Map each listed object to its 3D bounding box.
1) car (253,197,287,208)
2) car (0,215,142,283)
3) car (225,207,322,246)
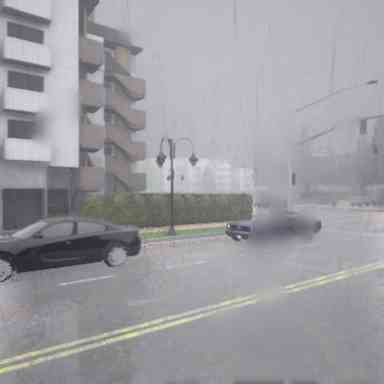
[{"bbox_3d":[9.566,1.400,40.188,1.837,1.490,4.892,0,-1,-38],"label":"car"},{"bbox_3d":[-3.932,1.470,9.768,5.008,1.535,1.882,0,0,-35],"label":"car"},{"bbox_3d":[3.762,1.562,15.180,4.718,1.301,1.895,0,0,-36],"label":"car"}]
